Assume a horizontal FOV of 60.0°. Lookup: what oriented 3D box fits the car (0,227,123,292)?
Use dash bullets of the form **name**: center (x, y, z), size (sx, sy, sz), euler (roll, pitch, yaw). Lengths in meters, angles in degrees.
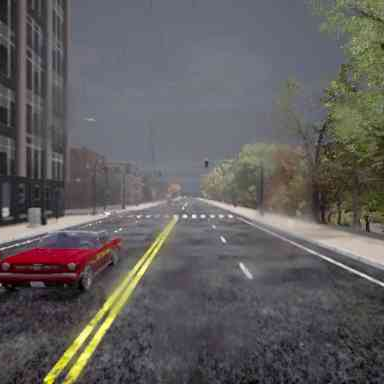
- **car**: center (-3.349, 1.726, 9.412), size (1.895, 1.301, 4.718), euler (0, -1, 0)
